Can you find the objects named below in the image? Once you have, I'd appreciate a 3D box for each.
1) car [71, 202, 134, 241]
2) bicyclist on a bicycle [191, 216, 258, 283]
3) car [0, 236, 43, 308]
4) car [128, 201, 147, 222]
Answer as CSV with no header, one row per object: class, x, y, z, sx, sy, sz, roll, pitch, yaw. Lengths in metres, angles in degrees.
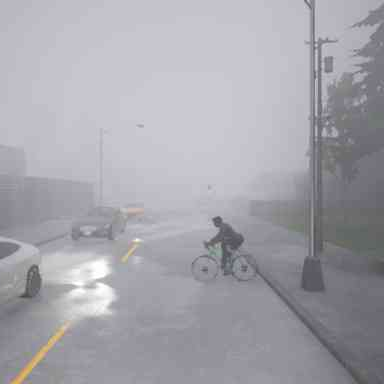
car,-4.487,1.485,16.597,2.128,1.511,4.902,0,0,-1
bicyclist on a bicycle,0.795,1.420,8.159,1.656,1.620,0.582,-1,0,-1
car,-4.197,1.523,5.710,1.812,1.442,4.674,0,0,-1
car,-4.639,1.467,26.025,1.882,1.535,5.008,0,0,-1
